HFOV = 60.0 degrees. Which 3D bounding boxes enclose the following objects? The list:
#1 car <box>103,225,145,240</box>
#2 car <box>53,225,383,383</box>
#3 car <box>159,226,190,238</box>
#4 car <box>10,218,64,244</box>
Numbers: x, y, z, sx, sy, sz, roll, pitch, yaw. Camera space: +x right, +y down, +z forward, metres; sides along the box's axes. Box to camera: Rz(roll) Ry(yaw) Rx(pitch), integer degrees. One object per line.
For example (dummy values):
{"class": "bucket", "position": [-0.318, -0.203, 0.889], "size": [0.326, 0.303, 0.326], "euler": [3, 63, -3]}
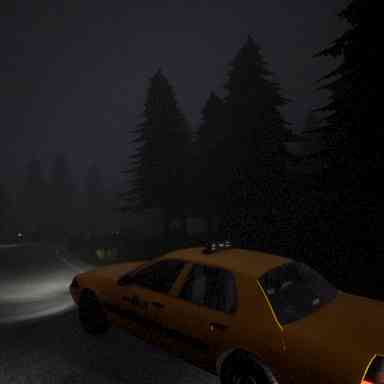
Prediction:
{"class": "car", "position": [-7.439, 4.510, 36.939], "size": [2.033, 1.411, 5.357], "euler": [-4, -8, 20]}
{"class": "car", "position": [0.153, 1.440, 4.725], "size": [5.366, 1.575, 1.801], "euler": [0, 1, 43]}
{"class": "car", "position": [-2.325, 5.543, 46.250], "size": [1.882, 1.535, 5.008], "euler": [-5, -8, 30]}
{"class": "car", "position": [-12.761, 3.219, 28.049], "size": [2.150, 2.045, 5.566], "euler": [-4, -7, 7]}
